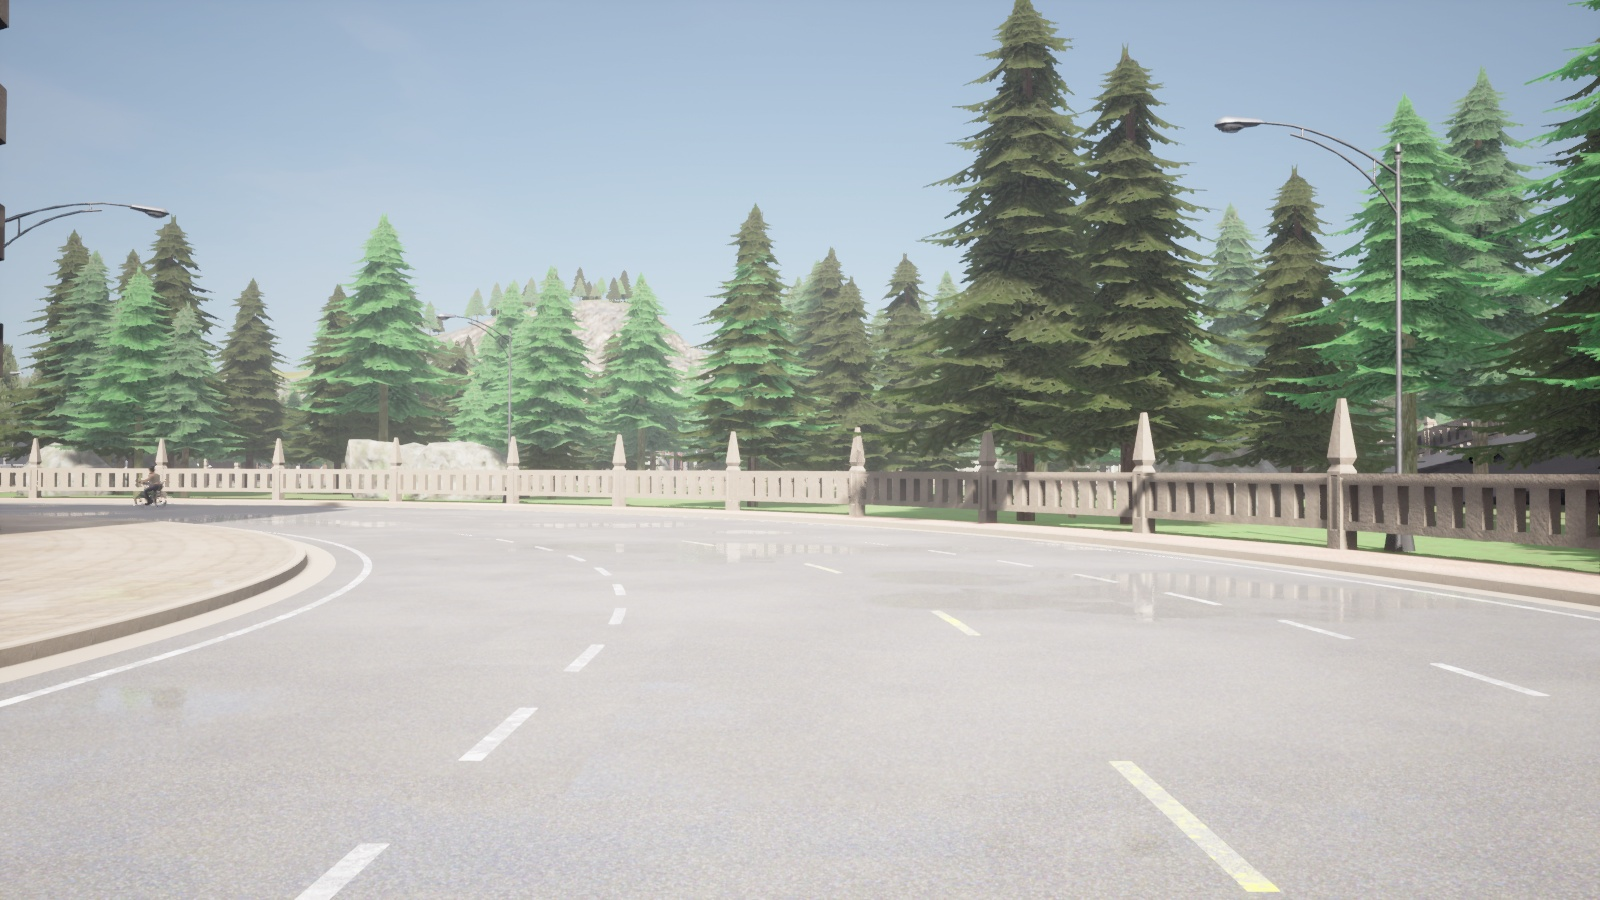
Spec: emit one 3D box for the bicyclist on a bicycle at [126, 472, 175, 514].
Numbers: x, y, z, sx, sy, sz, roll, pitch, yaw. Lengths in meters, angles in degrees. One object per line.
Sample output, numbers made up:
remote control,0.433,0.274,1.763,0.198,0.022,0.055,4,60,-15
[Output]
bicyclist on a bicycle,-25.224,1.669,48.746,1.509,1.612,0.866,-1,0,17
